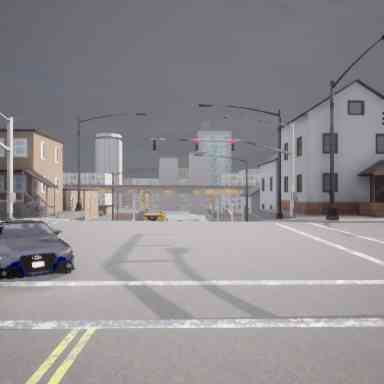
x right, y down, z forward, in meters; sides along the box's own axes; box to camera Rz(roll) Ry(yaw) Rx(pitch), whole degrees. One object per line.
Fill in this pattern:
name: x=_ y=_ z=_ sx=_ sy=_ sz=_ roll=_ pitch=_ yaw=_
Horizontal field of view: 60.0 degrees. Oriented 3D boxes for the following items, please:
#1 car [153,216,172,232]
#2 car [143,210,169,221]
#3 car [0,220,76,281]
car: x=-3.781 y=4.235 z=43.687 sx=2.128 sy=1.511 sz=4.902 roll=0 pitch=-13 yaw=-1
car: x=-3.673 y=2.536 z=33.465 sx=1.882 sy=1.535 sz=5.008 roll=0 pitch=-9 yaw=1
car: x=-4.850 y=1.545 z=9.634 sx=1.994 sy=1.385 sz=4.181 roll=0 pitch=0 yaw=-36
